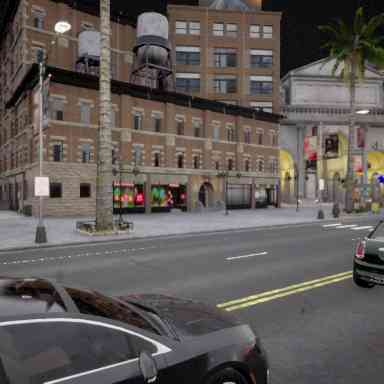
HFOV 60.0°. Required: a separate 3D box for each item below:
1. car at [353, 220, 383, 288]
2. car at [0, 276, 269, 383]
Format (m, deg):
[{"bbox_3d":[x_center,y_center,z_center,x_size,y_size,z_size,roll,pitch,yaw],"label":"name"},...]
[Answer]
[{"bbox_3d":[5.916,1.352,7.994,4.553,1.767,2.097,0,0,-35],"label":"car"},{"bbox_3d":[-1.459,1.505,2.698,4.892,1.490,1.837,0,0,-36],"label":"car"}]
